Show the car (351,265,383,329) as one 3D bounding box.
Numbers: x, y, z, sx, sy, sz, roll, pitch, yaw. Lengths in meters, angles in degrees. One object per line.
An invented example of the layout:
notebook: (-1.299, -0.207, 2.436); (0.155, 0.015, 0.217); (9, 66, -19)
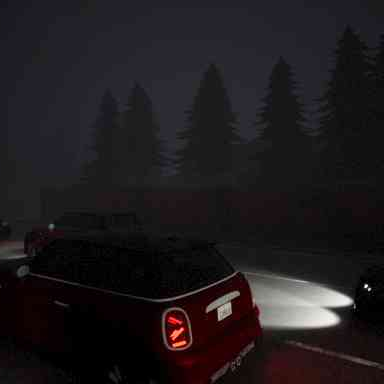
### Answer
car: (4.709, 1.564, 4.929); (4.181, 1.385, 1.994); (0, 0, 36)

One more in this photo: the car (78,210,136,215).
car: (-3.426, 1.352, 10.728); (4.553, 1.767, 2.097); (0, 0, 35)

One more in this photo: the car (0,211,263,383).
car: (-1.364, 1.352, 4.957); (4.553, 1.767, 2.097); (0, 0, 36)
